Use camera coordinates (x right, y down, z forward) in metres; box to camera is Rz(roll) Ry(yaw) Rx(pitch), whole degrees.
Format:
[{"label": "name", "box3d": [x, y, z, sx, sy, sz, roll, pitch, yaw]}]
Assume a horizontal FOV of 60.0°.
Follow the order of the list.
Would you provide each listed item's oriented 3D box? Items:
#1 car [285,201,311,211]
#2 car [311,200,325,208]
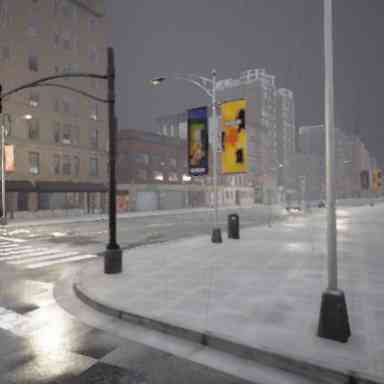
[{"label": "car", "box3d": [14.560, 1.942, 46.241, 1.895, 1.301, 4.718, -1, -1, 35]}, {"label": "car", "box3d": [20.369, 1.933, 54.458, 2.033, 1.411, 5.357, -1, -1, 34]}]
